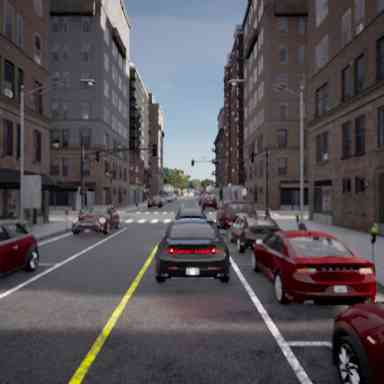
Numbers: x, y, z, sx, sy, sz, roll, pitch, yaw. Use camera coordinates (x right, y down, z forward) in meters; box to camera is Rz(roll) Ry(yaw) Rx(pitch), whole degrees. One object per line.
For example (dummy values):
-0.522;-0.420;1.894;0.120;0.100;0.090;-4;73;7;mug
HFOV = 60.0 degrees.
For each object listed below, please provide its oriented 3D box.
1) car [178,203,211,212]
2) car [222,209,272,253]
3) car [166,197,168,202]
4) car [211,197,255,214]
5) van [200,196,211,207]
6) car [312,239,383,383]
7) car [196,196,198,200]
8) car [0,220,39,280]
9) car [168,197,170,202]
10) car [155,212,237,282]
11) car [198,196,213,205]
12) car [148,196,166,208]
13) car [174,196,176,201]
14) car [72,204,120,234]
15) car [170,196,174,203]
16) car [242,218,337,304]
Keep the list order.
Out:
-0.047;1.592;19.314;1.837;1.490;4.892;0;0;0;car
2.563;1.613;13.756;2.008;1.369;4.403;0;0;0;car
-5.749;1.822;57.452;1.947;1.339;4.313;0;0;0;car
2.529;1.403;19.439;2.192;1.841;5.009;0;0;0;car
2.359;1.597;57.502;1.690;1.788;3.998;0;0;0;van
2.630;1.451;2.393;1.967;1.590;4.097;0;0;0;car
2.322;1.595;63.006;2.192;1.841;5.009;0;0;0;car
-5.429;1.477;8.027;1.967;1.590;4.097;0;0;0;car
-5.779;1.831;62.956;2.008;1.369;4.403;0;0;0;car
0.017;1.548;9.843;1.837;1.490;4.892;0;-1;0;car
2.433;1.522;46.495;2.192;1.841;5.009;0;0;0;car
-5.719;1.547;51.950;2.192;1.841;5.009;0;0;0;car
-5.900;1.921;84.970;1.887;1.381;4.507;0;0;0;car
-5.496;1.528;19.391;1.967;1.590;4.097;0;0;0;car
-5.870;1.897;79.467;1.887;1.381;4.507;0;0;0;car
2.596;1.581;8.074;1.887;1.381;4.507;0;0;0;car
